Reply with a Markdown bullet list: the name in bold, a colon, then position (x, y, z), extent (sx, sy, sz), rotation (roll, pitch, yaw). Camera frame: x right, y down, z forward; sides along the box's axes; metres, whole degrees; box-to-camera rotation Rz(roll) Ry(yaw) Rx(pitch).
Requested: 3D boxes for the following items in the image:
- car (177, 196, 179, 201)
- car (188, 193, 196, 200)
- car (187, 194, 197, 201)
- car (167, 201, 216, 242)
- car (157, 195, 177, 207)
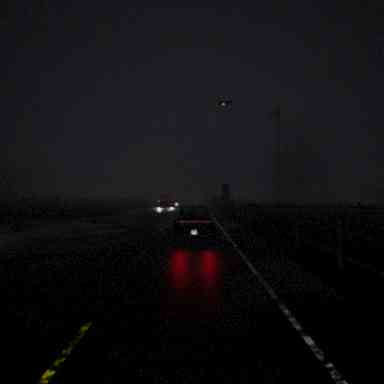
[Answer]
- **car**: position (-3.536, 1.229, 61.879), extent (1.882, 1.535, 5.008), rotation (0, 0, 1)
- **car**: position (-0.003, 1.055, 78.327), extent (2.033, 1.411, 5.357), rotation (0, 0, 0)
- **car**: position (-0.003, 1.250, 68.322), extent (1.812, 1.442, 4.674), rotation (0, 0, 0)
- **car**: position (0.092, 1.428, 15.948), extent (2.128, 1.511, 4.902), rotation (0, 0, 0)
- **car**: position (-3.589, 1.168, 45.533), extent (2.097, 1.767, 4.553), rotation (0, 0, 0)
